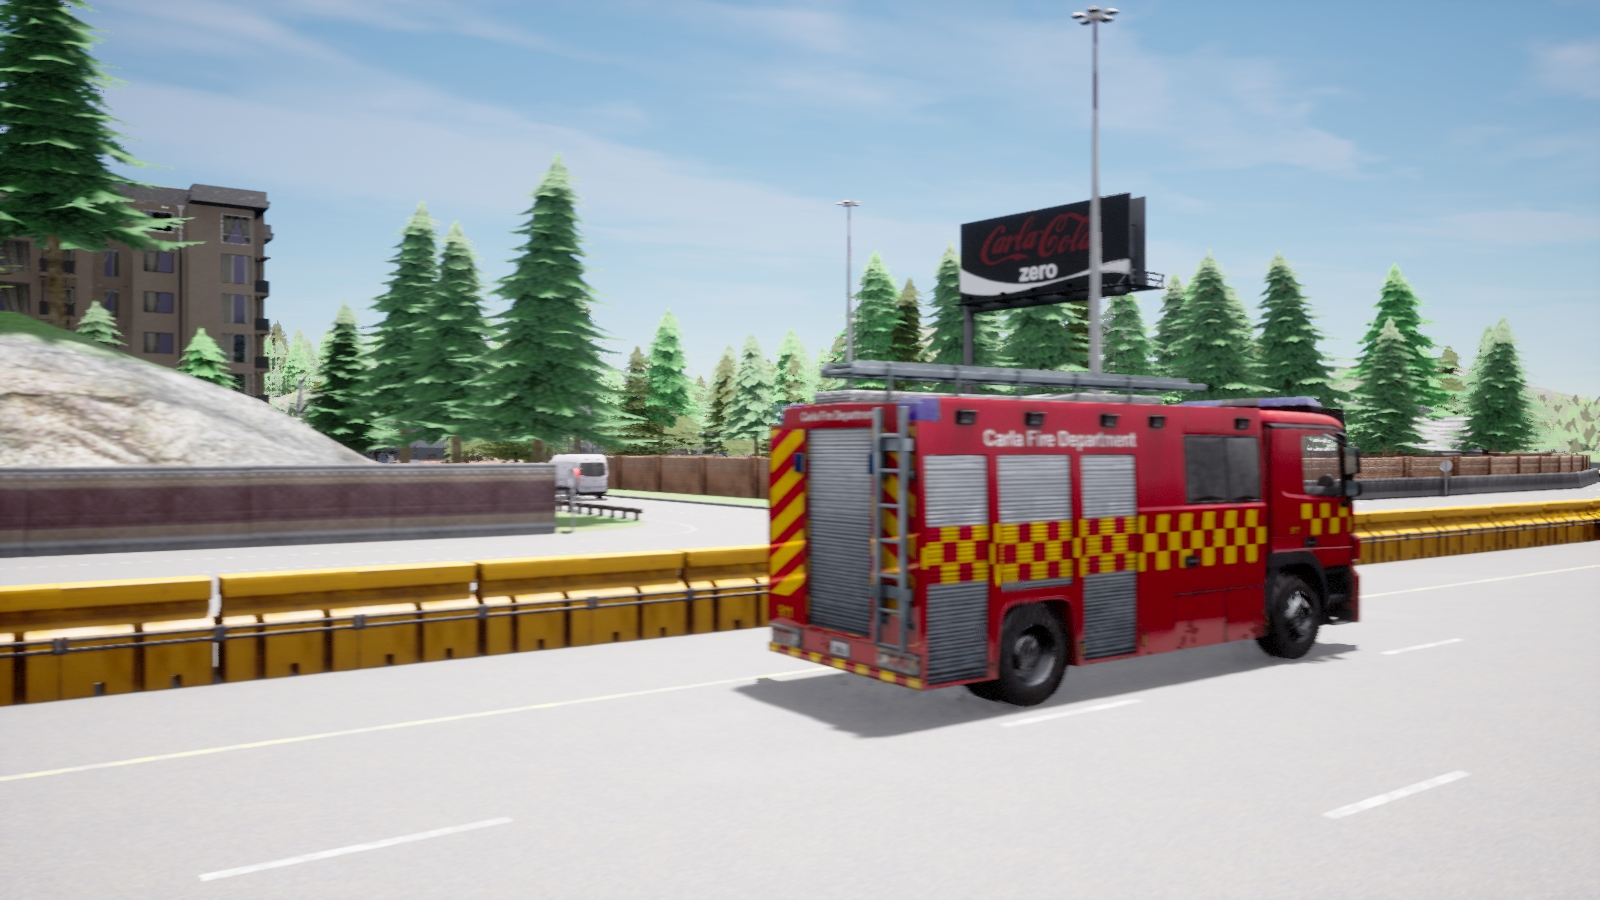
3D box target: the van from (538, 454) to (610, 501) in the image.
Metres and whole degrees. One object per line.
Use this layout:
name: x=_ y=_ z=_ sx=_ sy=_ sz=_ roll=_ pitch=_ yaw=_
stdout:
van: x=-13.092 y=1.531 z=65.849 sx=1.988 sy=2.561 sz=5.915 roll=0 pitch=0 yaw=-34

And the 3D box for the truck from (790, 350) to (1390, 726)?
truck: x=4.179 y=0.898 z=15.217 sx=8.468 sy=3.827 sz=2.891 roll=0 pitch=0 yaw=-35
